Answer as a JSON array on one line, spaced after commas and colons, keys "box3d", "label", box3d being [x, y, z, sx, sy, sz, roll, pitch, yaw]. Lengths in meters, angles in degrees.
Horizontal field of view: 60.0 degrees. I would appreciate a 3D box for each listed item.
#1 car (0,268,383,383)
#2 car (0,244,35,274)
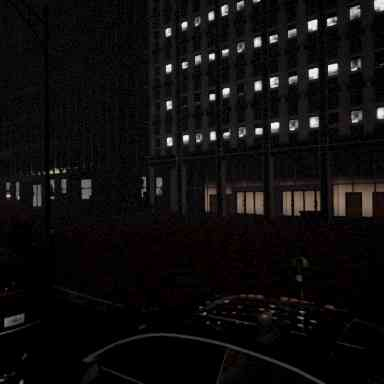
[{"box3d": [0.288, 1.552, 2.682, 4.403, 1.369, 2.008, 0, -1, 36], "label": "car"}, {"box3d": [-4.244, 1.558, 5.917, 4.403, 1.369, 2.008, 0, -1, 36], "label": "car"}]
